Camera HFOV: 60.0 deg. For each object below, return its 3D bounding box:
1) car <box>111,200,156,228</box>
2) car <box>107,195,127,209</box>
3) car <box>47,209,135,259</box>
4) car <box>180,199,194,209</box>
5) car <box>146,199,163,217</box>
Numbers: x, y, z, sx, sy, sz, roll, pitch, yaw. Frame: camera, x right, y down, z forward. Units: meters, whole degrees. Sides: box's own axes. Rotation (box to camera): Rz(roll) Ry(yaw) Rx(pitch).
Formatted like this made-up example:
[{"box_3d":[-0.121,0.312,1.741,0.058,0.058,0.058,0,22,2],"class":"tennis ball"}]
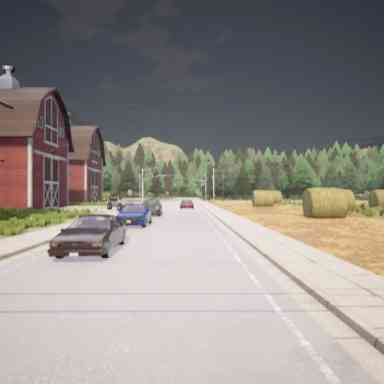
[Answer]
[{"box_3d":[-3.924,1.577,23.121,1.882,1.535,5.008,0,0,0],"class":"car"},{"box_3d":[-8.326,1.311,38.770,1.905,1.878,3.866,8,-4,-43],"class":"car"},{"box_3d":[-3.803,1.604,13.176,2.033,1.411,5.357,0,0,-1],"class":"car"},{"box_3d":[-0.734,1.770,48.602,1.994,1.385,4.181,0,0,-1],"class":"car"},{"box_3d":[-4.065,1.495,33.055,2.097,1.767,4.553,0,0,-1],"class":"car"}]
